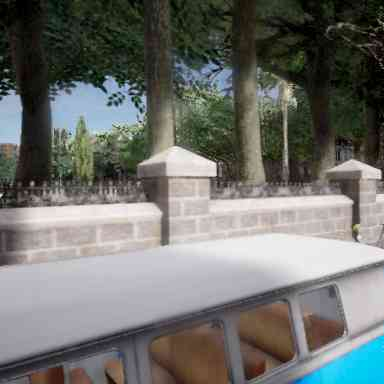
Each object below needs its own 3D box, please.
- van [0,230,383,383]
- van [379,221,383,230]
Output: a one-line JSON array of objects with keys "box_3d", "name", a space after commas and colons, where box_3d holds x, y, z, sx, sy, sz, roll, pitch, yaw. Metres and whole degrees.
[{"box_3d": [-0.047, 1.317, 2.376, 3.998, 1.788, 1.690, -1, 1, -35], "name": "van"}, {"box_3d": [4.580, 1.229, 5.631, 3.998, 1.788, 1.690, -1, 1, -35], "name": "van"}]
